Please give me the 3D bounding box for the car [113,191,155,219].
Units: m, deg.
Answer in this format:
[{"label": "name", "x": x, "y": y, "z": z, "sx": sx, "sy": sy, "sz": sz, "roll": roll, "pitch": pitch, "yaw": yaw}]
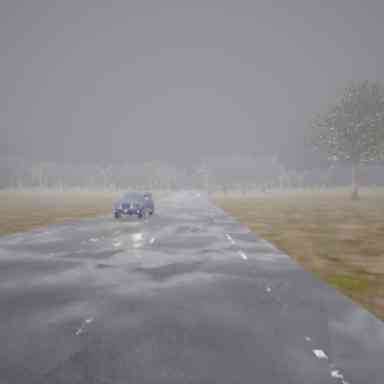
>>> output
[{"label": "car", "x": -4.524, "y": 0.977, "z": 27.009, "sx": 2.150, "sy": 2.045, "sz": 5.566, "roll": 0, "pitch": 1, "yaw": 7}]
